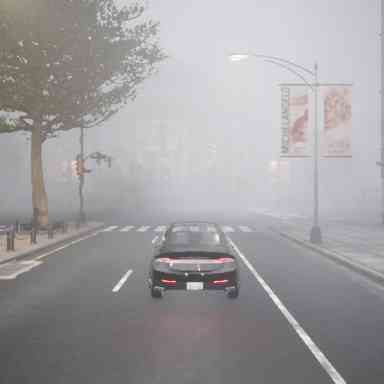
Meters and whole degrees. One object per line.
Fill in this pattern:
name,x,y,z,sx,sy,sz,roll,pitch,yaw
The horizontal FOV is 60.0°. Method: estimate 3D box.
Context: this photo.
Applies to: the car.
car,0.064,1.491,8.465,2.128,1.511,4.902,0,0,0
